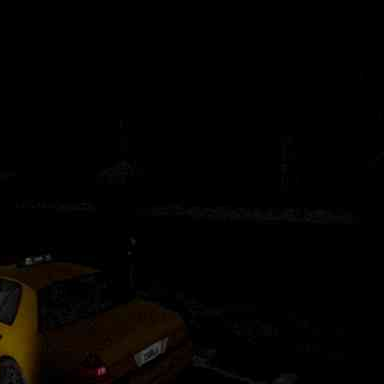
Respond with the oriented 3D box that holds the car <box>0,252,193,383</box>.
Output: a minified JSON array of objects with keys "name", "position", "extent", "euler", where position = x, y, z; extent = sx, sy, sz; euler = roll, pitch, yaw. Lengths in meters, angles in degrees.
[{"name":"car","position":[-2.271,1.523,4.578],"extent":[4.829,1.417,1.752],"euler":[0,0,35]}]
